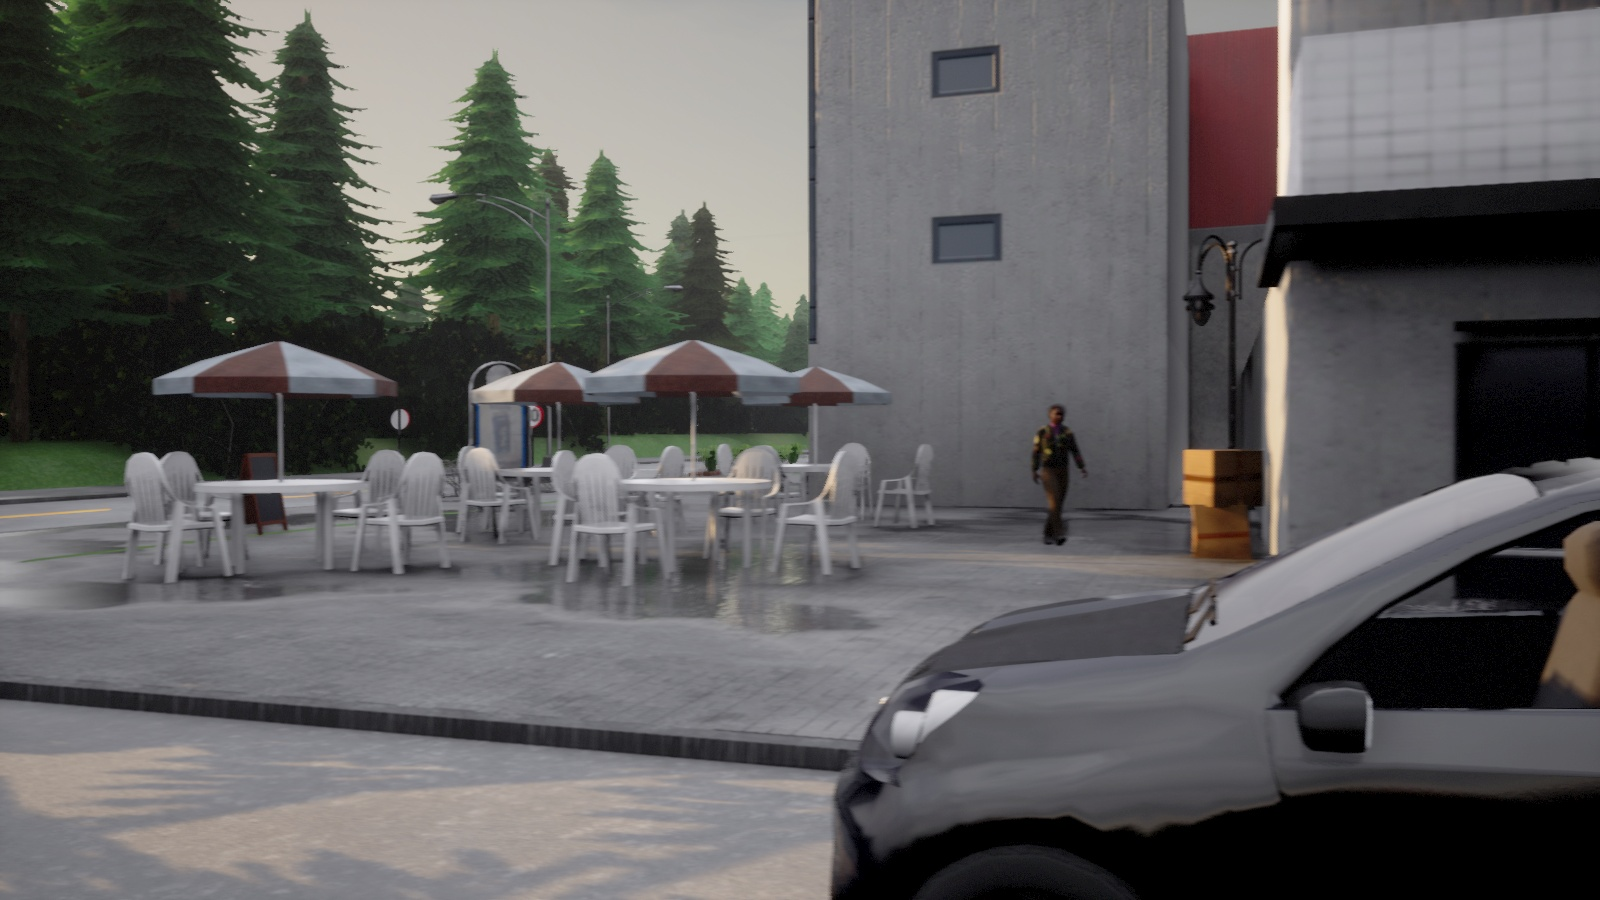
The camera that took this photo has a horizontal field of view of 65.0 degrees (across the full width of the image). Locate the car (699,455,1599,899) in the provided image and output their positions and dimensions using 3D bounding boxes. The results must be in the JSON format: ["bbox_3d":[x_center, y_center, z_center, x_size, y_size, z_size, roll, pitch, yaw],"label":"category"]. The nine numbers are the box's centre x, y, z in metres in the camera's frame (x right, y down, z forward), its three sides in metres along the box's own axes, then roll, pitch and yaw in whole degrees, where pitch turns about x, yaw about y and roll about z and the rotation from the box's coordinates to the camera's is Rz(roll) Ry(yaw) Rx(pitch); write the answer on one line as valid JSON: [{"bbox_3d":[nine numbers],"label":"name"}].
[{"bbox_3d":[1.790,0.797,3.118,3.633,1.501,1.845,1,1,19],"label":"car"}]

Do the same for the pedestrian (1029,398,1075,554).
[{"bbox_3d":[3.179,0.314,15.856,0.395,1.930,0.692,0,1,-3],"label":"pedestrian"}]
